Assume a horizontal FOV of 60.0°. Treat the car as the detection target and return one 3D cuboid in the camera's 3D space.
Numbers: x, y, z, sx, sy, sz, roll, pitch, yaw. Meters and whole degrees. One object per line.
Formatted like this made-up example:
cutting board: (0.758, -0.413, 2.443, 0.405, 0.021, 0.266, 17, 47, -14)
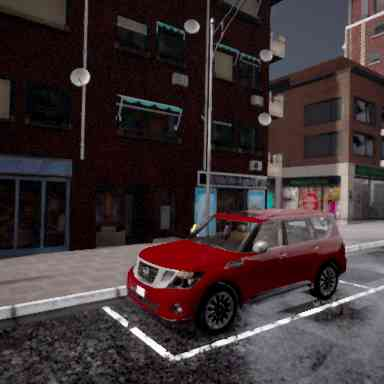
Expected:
car: (1.210, 1.317, 6.927, 5.009, 1.841, 2.192, 0, 2, -35)
